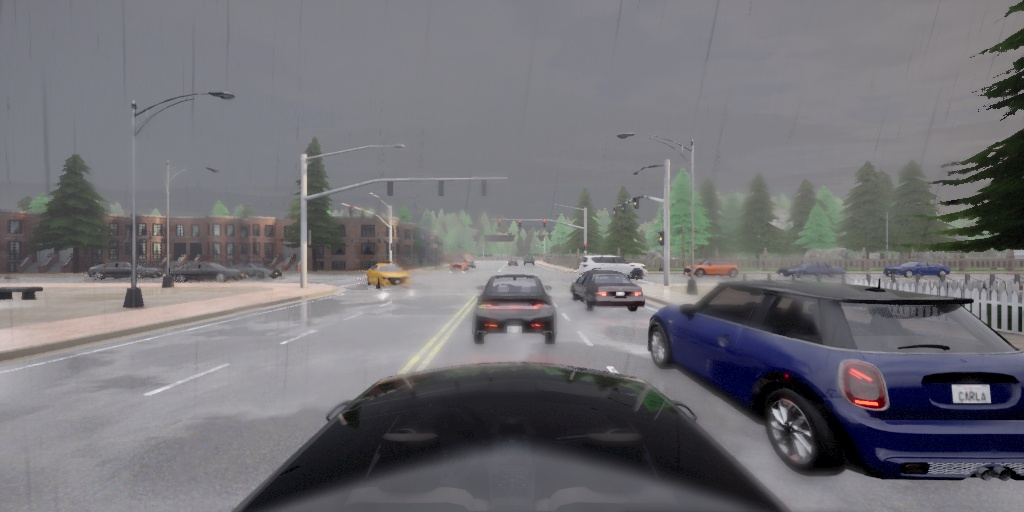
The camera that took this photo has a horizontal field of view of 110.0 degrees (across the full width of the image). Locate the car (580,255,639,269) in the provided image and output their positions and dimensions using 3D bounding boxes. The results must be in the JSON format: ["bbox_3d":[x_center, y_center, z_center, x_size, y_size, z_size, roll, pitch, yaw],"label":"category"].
[{"bbox_3d":[8.475,0.971,30.301,5.566,2.045,2.150,0,0,1],"label":"car"}]

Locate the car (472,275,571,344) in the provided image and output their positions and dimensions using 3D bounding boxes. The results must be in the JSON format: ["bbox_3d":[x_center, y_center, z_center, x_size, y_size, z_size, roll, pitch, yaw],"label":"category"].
[{"bbox_3d":[0.073,1.242,9.528,2.128,1.511,4.902,0,0,1],"label":"car"}]

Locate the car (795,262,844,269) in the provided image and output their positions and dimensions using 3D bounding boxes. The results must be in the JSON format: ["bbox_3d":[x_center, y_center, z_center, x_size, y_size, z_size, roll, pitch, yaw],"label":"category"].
[{"bbox_3d":[28.274,1.297,33.925,5.357,1.411,2.033,0,0,1],"label":"car"}]

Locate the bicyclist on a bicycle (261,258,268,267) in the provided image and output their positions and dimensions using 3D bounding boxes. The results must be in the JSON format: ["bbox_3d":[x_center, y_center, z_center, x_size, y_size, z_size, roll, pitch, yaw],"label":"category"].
[{"bbox_3d":[-28.766,1.053,41.635,0.582,1.620,1.656,0,0,-1],"label":"bicyclist on a bicycle"}]

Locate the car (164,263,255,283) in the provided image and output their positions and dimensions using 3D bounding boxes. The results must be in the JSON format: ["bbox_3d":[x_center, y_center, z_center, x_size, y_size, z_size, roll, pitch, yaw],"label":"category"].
[{"bbox_3d":[-22.798,1.255,27.117,4.892,1.490,1.837,0,0,-1],"label":"car"}]

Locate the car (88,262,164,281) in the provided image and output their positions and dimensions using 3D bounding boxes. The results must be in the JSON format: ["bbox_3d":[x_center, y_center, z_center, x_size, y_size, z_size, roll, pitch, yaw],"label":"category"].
[{"bbox_3d":[-32.296,1.256,30.150,4.892,1.490,1.837,0,0,-8],"label":"car"}]

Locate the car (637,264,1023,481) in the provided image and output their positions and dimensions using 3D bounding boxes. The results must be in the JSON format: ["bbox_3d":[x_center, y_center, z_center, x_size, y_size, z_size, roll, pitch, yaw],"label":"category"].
[{"bbox_3d":[3.606,1.102,4.938,2.097,1.767,4.553,0,0,0],"label":"car"}]

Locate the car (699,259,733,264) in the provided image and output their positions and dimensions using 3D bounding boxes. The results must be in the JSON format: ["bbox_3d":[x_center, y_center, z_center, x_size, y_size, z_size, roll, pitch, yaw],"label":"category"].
[{"bbox_3d":[18.749,1.102,33.950,4.553,1.767,2.097,0,0,0],"label":"car"}]

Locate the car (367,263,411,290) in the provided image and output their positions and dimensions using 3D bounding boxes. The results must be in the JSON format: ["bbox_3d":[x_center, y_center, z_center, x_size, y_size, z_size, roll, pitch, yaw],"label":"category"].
[{"bbox_3d":[-7.926,1.228,22.930,1.882,1.535,5.008,2,-1,-32],"label":"car"}]

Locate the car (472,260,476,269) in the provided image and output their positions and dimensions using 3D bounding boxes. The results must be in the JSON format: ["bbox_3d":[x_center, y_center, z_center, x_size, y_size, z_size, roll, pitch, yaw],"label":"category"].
[{"bbox_3d":[-7.013,1.276,58.250,1.812,1.442,4.674,0,0,1],"label":"car"}]

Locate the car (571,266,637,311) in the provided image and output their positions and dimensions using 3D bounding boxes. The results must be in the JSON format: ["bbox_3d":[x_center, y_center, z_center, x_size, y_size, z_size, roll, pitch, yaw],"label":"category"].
[{"bbox_3d":[3.600,1.297,14.356,2.033,1.411,5.357,0,0,0],"label":"car"}]

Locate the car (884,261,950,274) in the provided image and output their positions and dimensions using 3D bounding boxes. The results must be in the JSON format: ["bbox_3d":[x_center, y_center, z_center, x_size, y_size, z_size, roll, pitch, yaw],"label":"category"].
[{"bbox_3d":[38.152,1.228,33.897,5.008,1.535,1.882,0,0,0],"label":"car"}]

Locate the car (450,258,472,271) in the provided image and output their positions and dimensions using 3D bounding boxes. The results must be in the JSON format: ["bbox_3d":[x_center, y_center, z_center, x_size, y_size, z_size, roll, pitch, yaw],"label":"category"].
[{"bbox_3d":[-7.036,1.102,48.317,2.097,1.767,4.553,0,0,0],"label":"car"}]

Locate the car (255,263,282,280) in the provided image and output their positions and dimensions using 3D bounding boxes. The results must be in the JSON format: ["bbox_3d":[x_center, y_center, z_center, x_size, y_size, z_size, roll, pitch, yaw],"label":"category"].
[{"bbox_3d":[-22.148,1.314,30.620,4.181,1.385,1.994,0,0,-1],"label":"car"}]
